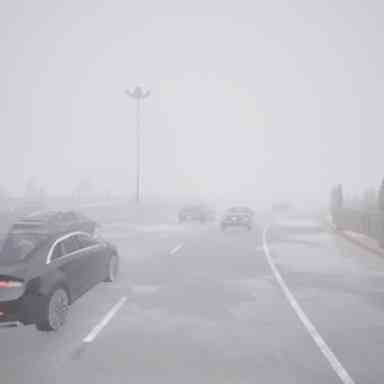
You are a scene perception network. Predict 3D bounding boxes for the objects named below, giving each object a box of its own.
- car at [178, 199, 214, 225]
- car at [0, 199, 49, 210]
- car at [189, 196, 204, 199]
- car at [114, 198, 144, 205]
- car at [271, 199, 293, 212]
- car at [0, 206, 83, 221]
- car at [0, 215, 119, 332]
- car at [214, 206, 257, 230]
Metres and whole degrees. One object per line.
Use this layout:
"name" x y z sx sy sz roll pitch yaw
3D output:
"car" 0.447 1.521 24.622 2.128 1.511 4.902 0 0 16
"car" -15.838 1.466 31.710 1.837 1.490 4.892 0 -1 18
"car" 0.395 1.421 50.917 2.097 1.767 4.553 0 0 31
"car" -7.993 1.486 42.457 1.882 1.535 5.008 0 0 25
"car" 11.116 1.623 41.040 1.812 1.442 4.674 0 0 29
"car" -5.550 1.494 14.076 1.837 1.490 4.892 0 0 9
"car" -2.952 1.485 6.830 2.128 1.511 4.902 0 0 4
"car" 3.076 1.586 21.351 2.033 1.411 5.357 0 0 15
